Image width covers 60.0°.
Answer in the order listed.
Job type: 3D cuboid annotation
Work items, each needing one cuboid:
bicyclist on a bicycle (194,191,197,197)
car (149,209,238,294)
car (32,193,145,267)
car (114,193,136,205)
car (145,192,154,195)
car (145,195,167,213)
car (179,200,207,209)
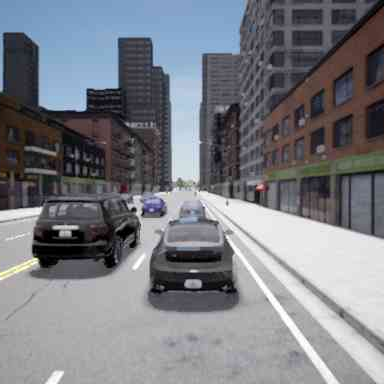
[{"bbox_3d":[0.962,0.595,89.023,0.582,1.620,1.656,0,0,0],"label":"bicyclist on a bicycle"},{"bbox_3d":[0.049,1.413,8.535,1.837,1.490,4.892,0,1,1],"label":"car"},{"bbox_3d":[-3.178,1.104,11.089,2.150,2.045,5.566,0,1,0],"label":"car"},{"bbox_3d":[-9.792,0.990,48.889,2.128,1.511,4.902,0,1,0],"label":"car"},{"bbox_3d":[-6.540,0.846,49.552,2.097,1.767,4.553,0,0,0],"label":"car"},{"bbox_3d":[-3.154,1.223,28.319,1.812,1.442,4.674,0,1,0],"label":"car"},{"bbox_3d":[0.058,1.296,23.426,2.033,1.411,5.357,0,1,1],"label":"car"}]
